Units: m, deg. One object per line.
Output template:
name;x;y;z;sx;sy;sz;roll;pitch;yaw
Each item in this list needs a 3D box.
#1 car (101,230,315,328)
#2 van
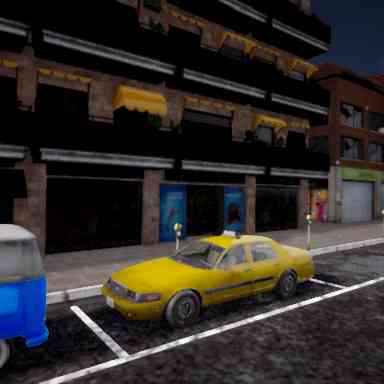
car;0.595;1.525;6.970;4.829;1.417;1.752;0;1;-35
van;-3.799;1.339;3.832;3.998;1.788;1.690;0;1;-35
